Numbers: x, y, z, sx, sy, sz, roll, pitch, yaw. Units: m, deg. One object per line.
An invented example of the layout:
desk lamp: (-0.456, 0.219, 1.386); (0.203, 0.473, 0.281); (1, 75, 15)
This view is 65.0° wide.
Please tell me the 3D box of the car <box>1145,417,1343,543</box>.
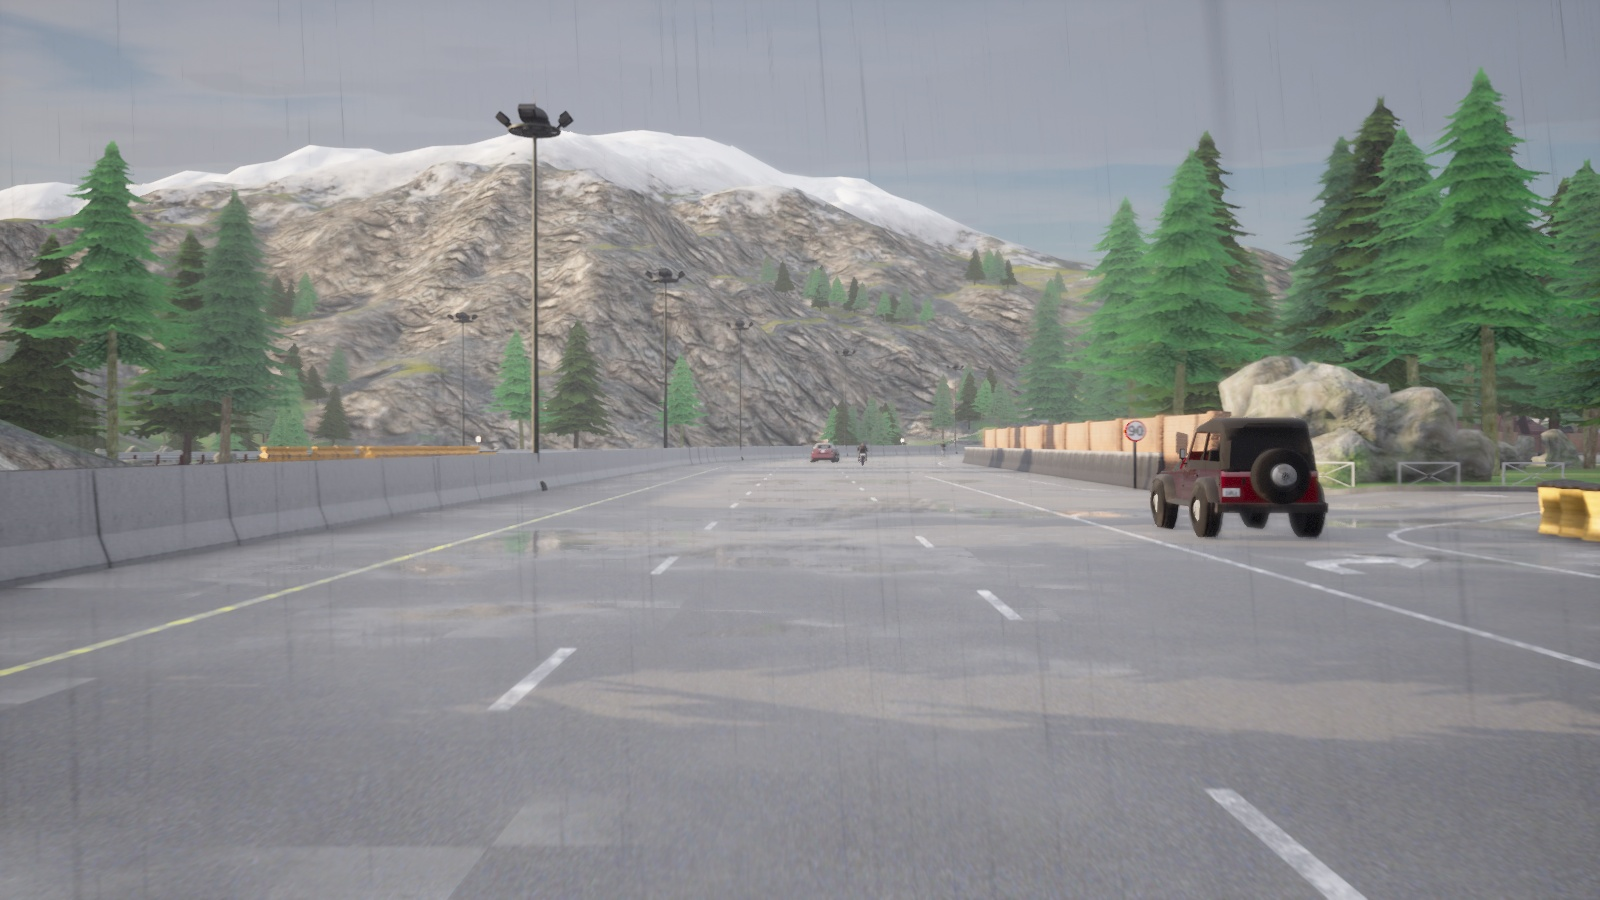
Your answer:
car: (7.137, 0.432, 20.611); (1.905, 1.878, 3.866); (0, 0, 1)

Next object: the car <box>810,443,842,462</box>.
car: (2.010, 0.169, 96.529); (1.970, 1.475, 3.806); (0, 0, 8)
